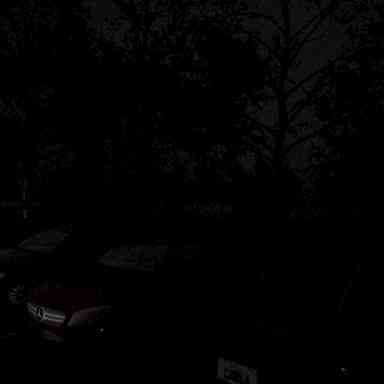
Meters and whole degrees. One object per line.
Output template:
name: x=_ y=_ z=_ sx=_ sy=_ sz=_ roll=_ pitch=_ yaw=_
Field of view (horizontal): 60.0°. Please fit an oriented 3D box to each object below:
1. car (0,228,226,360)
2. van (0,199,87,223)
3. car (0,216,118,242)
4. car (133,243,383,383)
car: x=-0.666 y=1.516 z=6.240 sx=2.002 sy=1.452 sz=4.674 roll=0 pitch=0 yaw=36
van: x=-5.183 y=1.226 z=9.305 sx=1.878 sy=1.987 sz=4.442 roll=0 pitch=1 yaw=35
car: x=-2.933 y=1.503 z=7.858 sx=2.002 sy=1.452 sz=4.674 roll=0 pitch=0 yaw=36
car: x=1.719 y=1.511 z=4.569 sx=2.163 sy=1.488 sz=4.792 roll=0 pitch=0 yaw=36
